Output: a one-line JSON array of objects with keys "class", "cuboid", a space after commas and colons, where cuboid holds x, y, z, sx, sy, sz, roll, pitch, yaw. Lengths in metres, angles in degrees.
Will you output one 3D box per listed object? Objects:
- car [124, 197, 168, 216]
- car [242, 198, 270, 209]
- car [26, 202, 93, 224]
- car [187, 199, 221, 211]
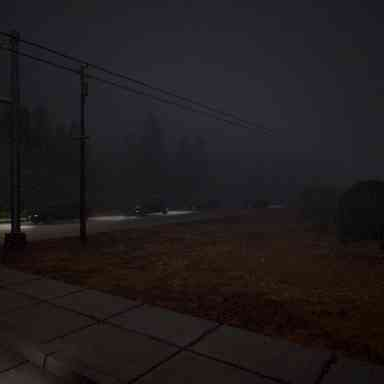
[{"class": "car", "cuboid": [-4.360, 1.312, 32.122, 2.097, 1.767, 4.553, 0, 0, 37]}, {"class": "car", "cuboid": [8.363, 1.465, 43.073, 1.895, 1.301, 4.718, 0, 0, 37]}, {"class": "car", "cuboid": [-9.766, 1.513, 24.833, 1.837, 1.490, 4.892, 0, 0, 37]}, {"class": "car", "cuboid": [1.490, 1.509, 39.995, 1.895, 1.301, 4.718, 0, 0, 37]}]
